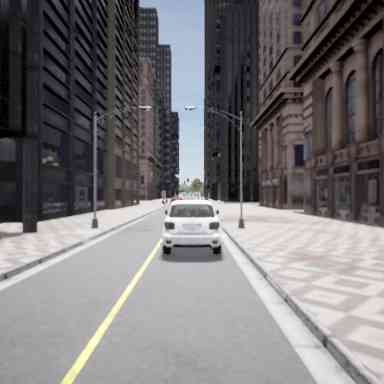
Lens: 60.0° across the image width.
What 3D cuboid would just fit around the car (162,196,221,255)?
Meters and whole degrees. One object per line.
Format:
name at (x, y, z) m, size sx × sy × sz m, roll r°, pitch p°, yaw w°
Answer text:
car at (0.000, 1.348, 14.033) m, size 2.150 × 2.045 × 5.566 m, roll 0°, pitch 0°, yaw 0°

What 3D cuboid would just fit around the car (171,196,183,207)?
car at (-3.005, 1.825, 67.658) m, size 2.150 × 2.045 × 5.566 m, roll 0°, pitch 0°, yaw 0°

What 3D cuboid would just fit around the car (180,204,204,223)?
car at (0.003, 1.834, 29.311) m, size 1.994 × 1.385 × 4.181 m, roll 0°, pitch 0°, yaw 0°
